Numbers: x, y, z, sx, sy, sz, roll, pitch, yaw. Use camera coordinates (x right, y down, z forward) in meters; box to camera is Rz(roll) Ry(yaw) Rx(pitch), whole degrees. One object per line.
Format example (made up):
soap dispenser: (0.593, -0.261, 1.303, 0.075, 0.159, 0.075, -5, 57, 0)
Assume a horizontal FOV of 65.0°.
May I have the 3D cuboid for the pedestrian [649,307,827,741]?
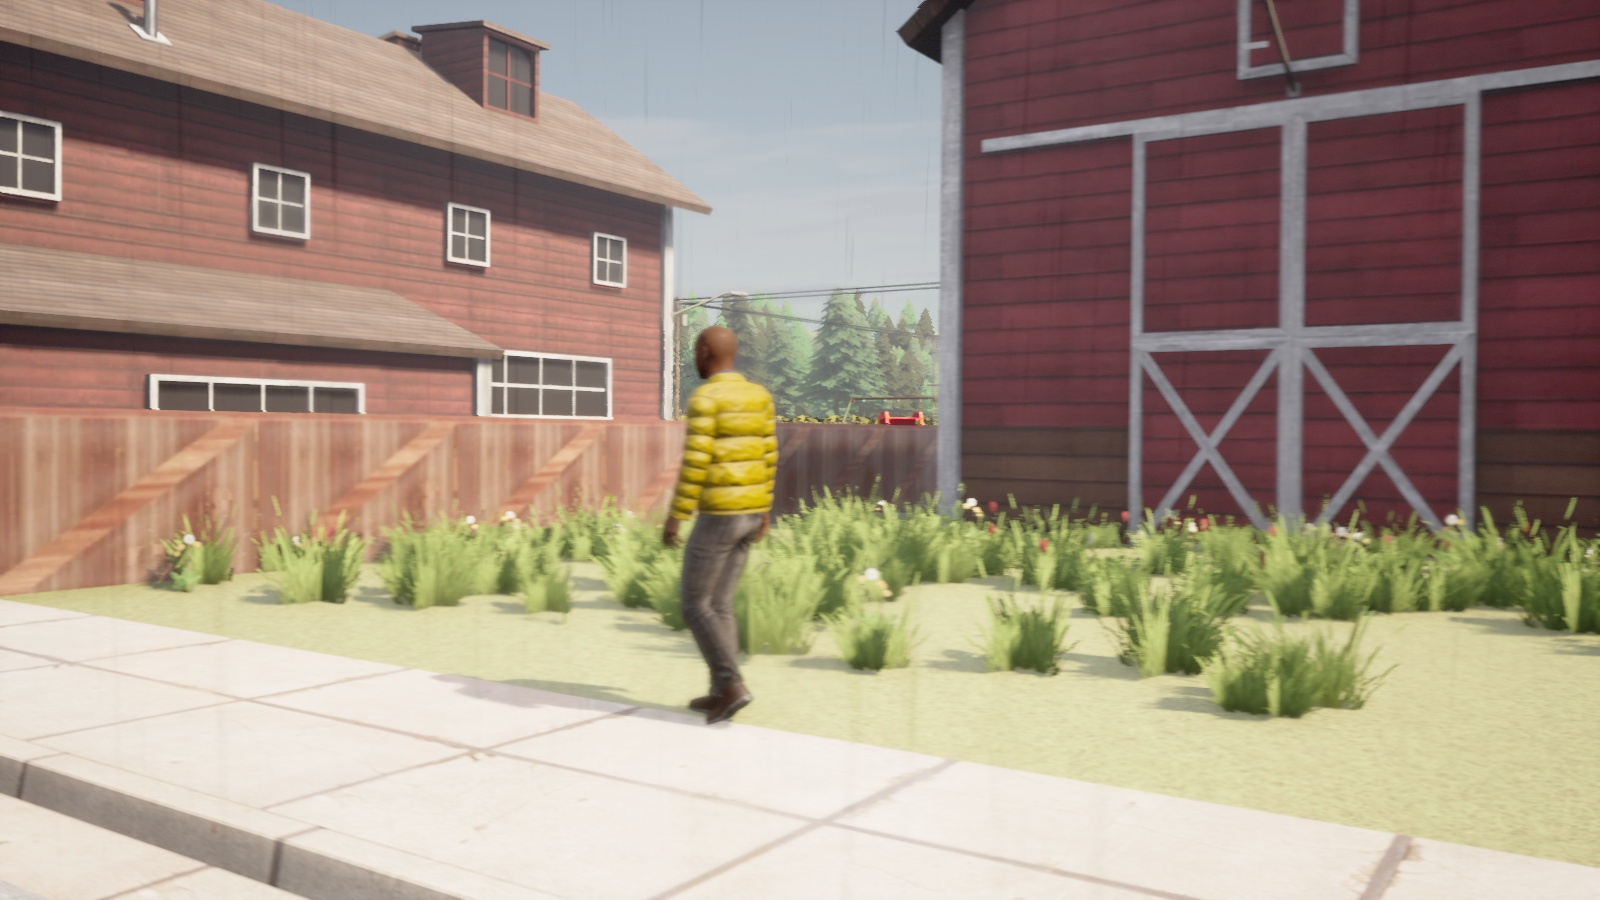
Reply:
pedestrian: (-0.284, 0.312, 5.681, 0.726, 1.835, 0.370, 0, 1, 39)
